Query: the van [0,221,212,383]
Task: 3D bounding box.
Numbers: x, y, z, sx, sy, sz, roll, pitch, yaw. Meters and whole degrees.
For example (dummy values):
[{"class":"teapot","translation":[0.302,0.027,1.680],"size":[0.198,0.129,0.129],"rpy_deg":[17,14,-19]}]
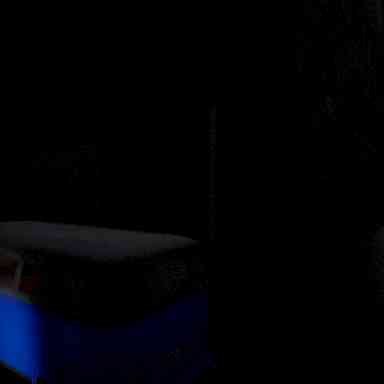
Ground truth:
[{"class":"van","translation":[-1.685,1.339,4.276],"size":[3.998,1.788,1.690],"rpy_deg":[0,0,36]}]
